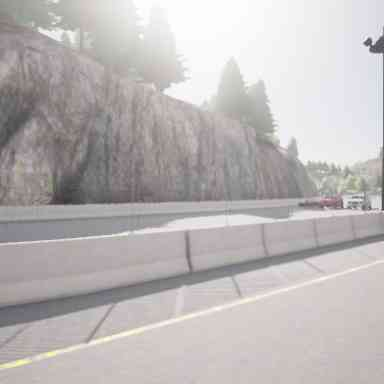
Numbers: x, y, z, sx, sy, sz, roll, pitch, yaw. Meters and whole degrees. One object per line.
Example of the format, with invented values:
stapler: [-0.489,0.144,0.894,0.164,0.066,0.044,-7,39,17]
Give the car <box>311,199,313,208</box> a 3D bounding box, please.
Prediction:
car: [17.600,1.735,49.825,1.895,1.301,4.718,0,0,39]
